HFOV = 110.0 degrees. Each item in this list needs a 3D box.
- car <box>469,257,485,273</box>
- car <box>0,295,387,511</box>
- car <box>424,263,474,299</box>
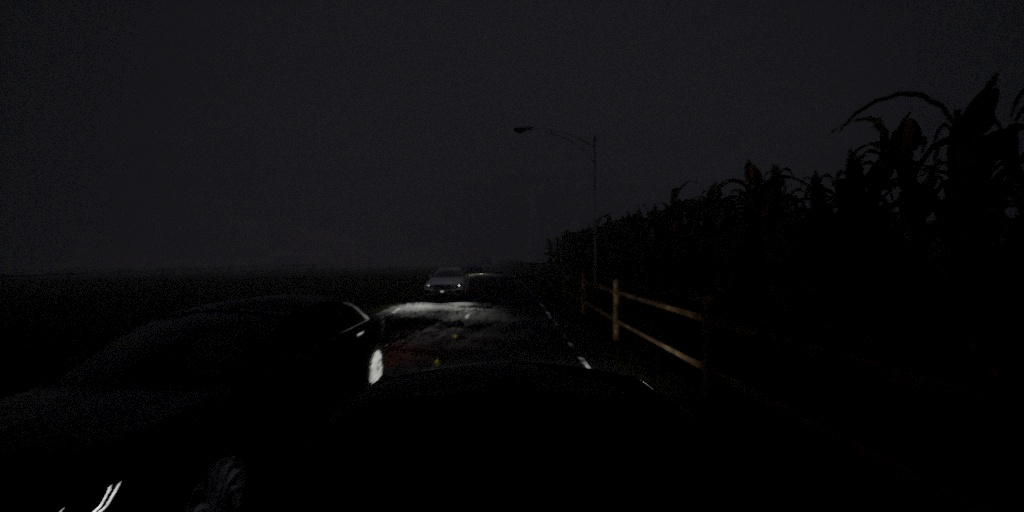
[{"bbox_3d":[-4.680,1.286,45.415,1.882,1.535,5.008,1,0,-5],"label":"car"},{"bbox_3d":[-2.891,1.258,3.892,1.837,1.490,4.892,0,0,0],"label":"car"},{"bbox_3d":[-3.150,1.290,18.164,1.812,1.442,4.674,0,0,-2],"label":"car"}]
